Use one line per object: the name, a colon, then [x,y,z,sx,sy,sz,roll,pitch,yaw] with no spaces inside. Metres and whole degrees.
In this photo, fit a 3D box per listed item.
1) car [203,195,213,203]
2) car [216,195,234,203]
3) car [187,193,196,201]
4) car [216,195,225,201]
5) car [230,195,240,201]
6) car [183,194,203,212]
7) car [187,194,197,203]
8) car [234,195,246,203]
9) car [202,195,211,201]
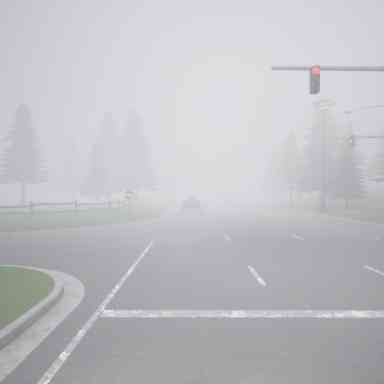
car: [3.430,1.545,70.777,1.994,1.385,4.181,0,0,0]
car: [6.930,1.531,70.364,2.033,1.411,5.357,0,0,0]
car: [-0.080,1.188,80.746,2.097,1.767,4.553,0,0,0]
car: [6.920,1.385,80.783,1.994,1.385,4.181,0,0,0]
car: [10.420,1.385,80.787,1.994,1.385,4.181,0,0,0]
car: [-0.039,1.352,39.706,2.097,1.767,4.553,0,0,0]
car: [-0.070,1.348,70.743,2.097,1.767,4.553,0,0,0]
car: [10.430,1.517,70.784,1.812,1.442,4.674,0,0,0]
car: [3.420,1.428,80.810,1.895,1.301,4.718,0,0,0]
